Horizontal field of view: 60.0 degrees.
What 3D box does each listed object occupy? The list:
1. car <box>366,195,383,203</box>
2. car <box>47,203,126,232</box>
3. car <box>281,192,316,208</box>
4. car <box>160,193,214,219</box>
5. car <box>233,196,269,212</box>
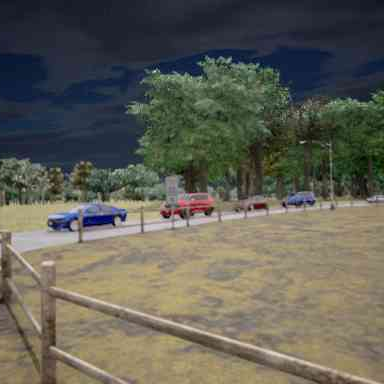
[{"bbox_3d":[28.437,1.126,49.958,4.718,1.301,1.895,0,-1,-30],"label":"car"},{"bbox_3d":[-6.251,1.451,20.200,1.882,1.535,5.008,-2,-1,36],"label":"car"},{"bbox_3d":[13.845,0.993,43.152,5.566,2.045,2.150,-1,-1,-41],"label":"car"},{"bbox_3d":[-0.305,1.144,28.200,2.150,2.045,5.566,-2,-1,38],"label":"car"},{"bbox_3d":[6.410,1.205,36.014,2.097,1.767,4.553,-2,-1,43],"label":"car"}]
